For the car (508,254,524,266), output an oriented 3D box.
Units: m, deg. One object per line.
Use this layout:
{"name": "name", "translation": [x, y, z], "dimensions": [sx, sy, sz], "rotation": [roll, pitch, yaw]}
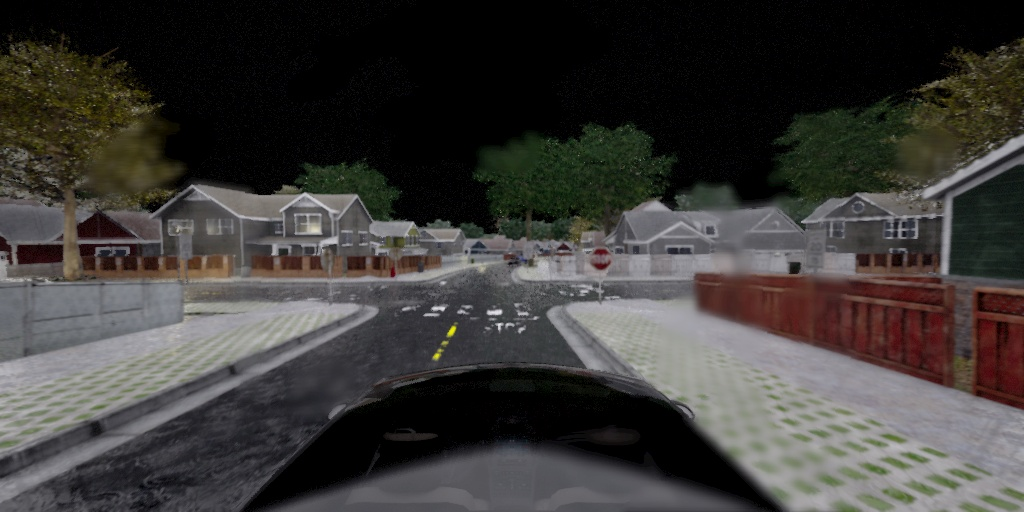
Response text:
{"name": "car", "translation": [0.502, 0.900, 62.577], "dimensions": [1.837, 1.490, 4.892], "rotation": [0, 0, 9]}
